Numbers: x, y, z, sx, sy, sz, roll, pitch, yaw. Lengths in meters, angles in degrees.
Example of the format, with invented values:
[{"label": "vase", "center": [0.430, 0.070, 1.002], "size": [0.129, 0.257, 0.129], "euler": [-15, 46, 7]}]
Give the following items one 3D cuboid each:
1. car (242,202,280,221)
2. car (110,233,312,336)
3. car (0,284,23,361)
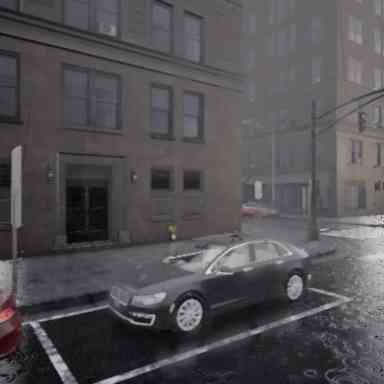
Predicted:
[{"label": "car", "center": [4.976, 1.462, 26.598], "size": [1.994, 1.385, 4.181], "euler": [0, 0, -36]}, {"label": "car", "center": [0.584, 1.550, 6.602], "size": [4.403, 1.369, 2.008], "euler": [0, 0, -35]}, {"label": "car", "center": [-4.043, 1.582, 3.303], "size": [4.206, 1.307, 1.802], "euler": [0, 0, -35]}]
